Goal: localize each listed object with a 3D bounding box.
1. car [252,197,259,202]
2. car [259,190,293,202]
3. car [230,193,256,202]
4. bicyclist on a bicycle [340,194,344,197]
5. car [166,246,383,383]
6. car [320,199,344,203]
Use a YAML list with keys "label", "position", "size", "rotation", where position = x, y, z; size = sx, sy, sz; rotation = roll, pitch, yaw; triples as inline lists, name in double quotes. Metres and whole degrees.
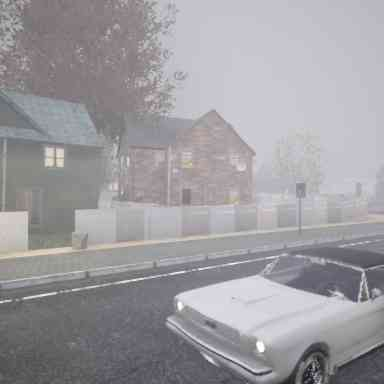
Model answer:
- label: "car"
  position: [12.378, 1.024, 53.916]
  size: [2.033, 1.411, 5.357]
  rotation: [1, 0, -20]
- label: "car"
  position: [12.131, 0.752, 45.961]
  size: [2.150, 2.045, 5.566]
  rotation: [1, 0, -20]
- label: "car"
  position: [8.499, 0.911, 56.009]
  size: [2.033, 1.411, 5.357]
  rotation: [1, 0, -19]
- label: "bicyclist on a bicycle"
  position: [19.396, 1.035, 43.117]
  size: [1.656, 1.620, 0.582]
  rotation: [1, 0, -20]
- label: "car"
  position: [2.005, 1.603, 5.089]
  size: [4.718, 1.301, 1.895]
  rotation: [0, 0, -35]
- label: "car"
  position: [15.538, 1.177, 36.542]
  size: [2.128, 1.511, 4.902]
  rotation: [1, 0, -20]
